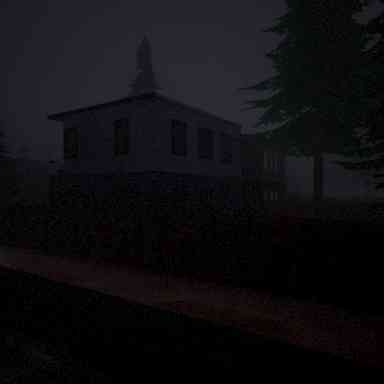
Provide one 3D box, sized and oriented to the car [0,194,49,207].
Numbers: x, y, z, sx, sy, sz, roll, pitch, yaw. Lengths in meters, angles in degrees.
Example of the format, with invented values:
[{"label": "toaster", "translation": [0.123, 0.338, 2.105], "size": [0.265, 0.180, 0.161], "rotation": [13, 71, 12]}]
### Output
[{"label": "car", "translation": [-14.751, 1.212, 29.590], "size": [2.150, 2.045, 5.566], "rotation": [0, 0, 27]}]
